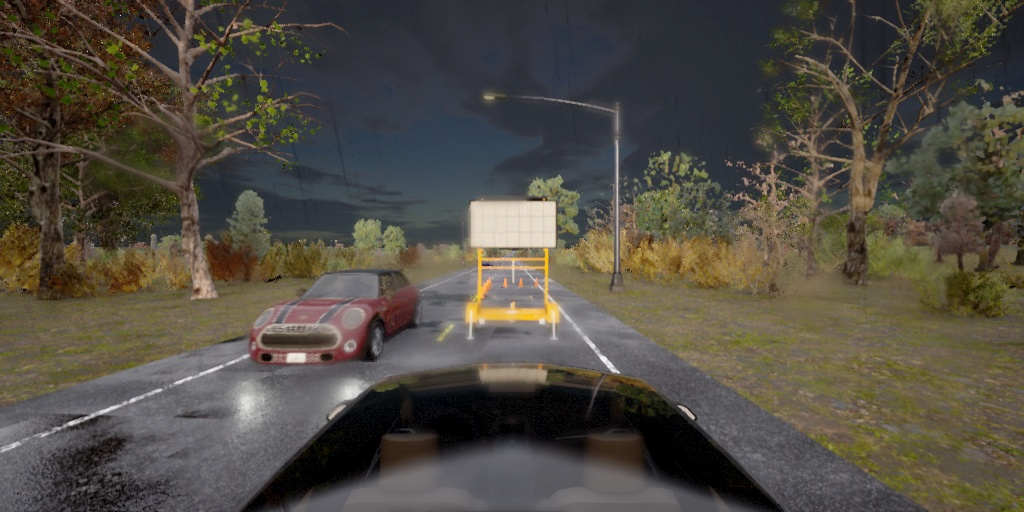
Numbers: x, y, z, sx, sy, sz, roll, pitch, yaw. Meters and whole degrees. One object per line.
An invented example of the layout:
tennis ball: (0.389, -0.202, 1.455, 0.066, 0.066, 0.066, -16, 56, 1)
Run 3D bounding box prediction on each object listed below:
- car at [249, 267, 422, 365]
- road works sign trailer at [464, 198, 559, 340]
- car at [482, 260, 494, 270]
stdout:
car: (-3.571, 1.092, 8.189, 2.097, 1.767, 4.553, 0, 0, 0)
road works sign trailer: (0.038, 0.203, 9.951, 2.380, 3.560, 2.880, 0, 0, 1)
car: (-3.601, 1.279, 50.438, 1.895, 1.301, 4.718, 0, 0, 0)
